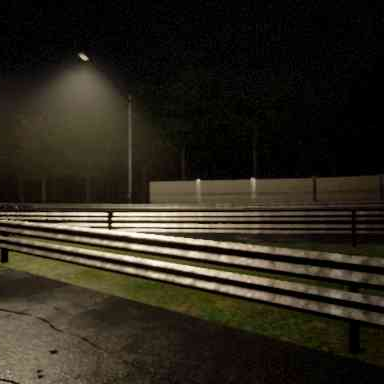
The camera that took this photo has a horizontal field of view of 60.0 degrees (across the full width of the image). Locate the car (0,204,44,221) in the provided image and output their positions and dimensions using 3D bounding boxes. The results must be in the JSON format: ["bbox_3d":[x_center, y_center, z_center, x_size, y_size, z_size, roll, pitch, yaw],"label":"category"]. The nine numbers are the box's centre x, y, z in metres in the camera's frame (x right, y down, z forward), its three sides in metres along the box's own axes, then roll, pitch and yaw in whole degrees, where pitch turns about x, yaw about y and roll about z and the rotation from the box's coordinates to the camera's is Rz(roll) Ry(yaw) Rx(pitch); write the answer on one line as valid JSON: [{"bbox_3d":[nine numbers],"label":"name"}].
[{"bbox_3d":[-12.825,1.624,23.316,4.892,1.490,1.837,0,0,12],"label":"car"}]
